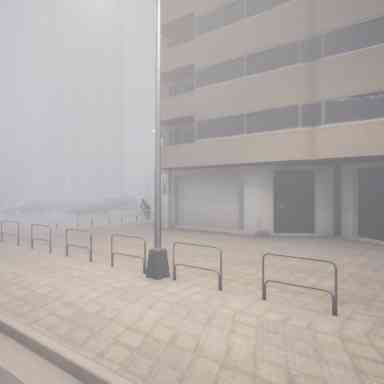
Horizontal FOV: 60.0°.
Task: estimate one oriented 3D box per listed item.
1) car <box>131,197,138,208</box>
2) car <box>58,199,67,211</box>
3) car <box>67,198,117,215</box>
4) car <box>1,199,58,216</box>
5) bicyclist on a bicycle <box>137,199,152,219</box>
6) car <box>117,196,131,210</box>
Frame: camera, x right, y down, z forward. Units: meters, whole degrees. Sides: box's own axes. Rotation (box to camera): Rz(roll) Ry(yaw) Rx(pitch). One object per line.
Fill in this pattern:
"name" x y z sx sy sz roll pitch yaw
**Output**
"car" -9.913 1.415 47.748 2.097 1.767 4.553 0 0 38
"car" -16.187 1.540 39.757 1.882 1.535 5.008 0 0 38
"car" -10.556 1.625 35.301 1.994 1.385 4.181 0 0 38
"car" -16.545 1.567 33.606 1.837 1.490 4.892 0 0 38
"bicyclist on a bicycle" -3.797 1.361 26.408 1.656 1.620 0.582 0 0 38
"car" -10.397 1.567 41.475 1.837 1.490 4.892 0 0 38
